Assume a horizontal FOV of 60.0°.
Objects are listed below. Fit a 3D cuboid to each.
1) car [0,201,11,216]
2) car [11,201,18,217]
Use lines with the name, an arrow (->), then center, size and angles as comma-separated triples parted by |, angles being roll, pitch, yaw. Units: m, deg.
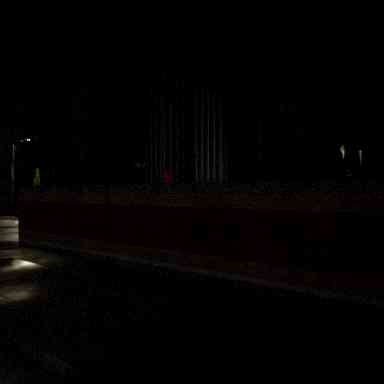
car -> -16.437, 1.544, 29.125 | 2.128, 1.511, 4.902 | 0, 0, 37
car -> -12.280, 1.600, 28.845 | 2.033, 1.411, 5.357 | 0, 0, 37
